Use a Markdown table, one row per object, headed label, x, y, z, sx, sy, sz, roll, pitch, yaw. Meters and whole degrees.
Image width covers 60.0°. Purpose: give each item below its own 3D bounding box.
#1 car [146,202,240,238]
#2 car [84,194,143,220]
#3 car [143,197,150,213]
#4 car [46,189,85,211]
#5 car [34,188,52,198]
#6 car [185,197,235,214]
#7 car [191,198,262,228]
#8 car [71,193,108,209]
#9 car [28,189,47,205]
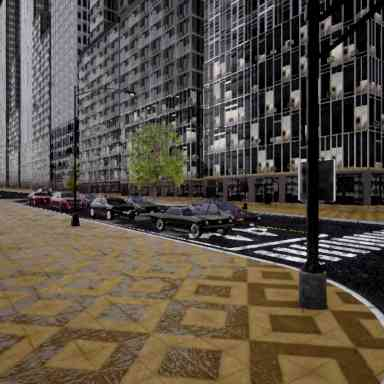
| label | x | y | z | sx | sy | sz | roll | pitch | yaw |
| --- | --- | --- | --- | --- | --- | --- | --- | --- | --- |
| car | -0.105 | 1.372 | 16.562 | 1.895 | 1.301 | 4.718 | 0 | 1 | -38 |
| car | -5.696 | 1.110 | 23.671 | 1.837 | 1.490 | 4.892 | 0 | 1 | -38 |
| car | -4.655 | 1.104 | 27.614 | 2.033 | 1.411 | 5.357 | 0 | 1 | -37 |
| car | -11.814 | 0.776 | 31.472 | 2.097 | 1.767 | 4.553 | 0 | 1 | -38 |
| car | -28.519 | 0.111 | 63.692 | 2.097 | 1.767 | 4.553 | 0 | 1 | -38 |
| car | 1.545 | 1.178 | 30.519 | 1.895 | 1.301 | 4.718 | 0 | 1 | -38 |
| car | 1.618 | 1.289 | 19.682 | 2.033 | 1.411 | 5.357 | 0 | 1 | -36 |
| car | -11.161 | 0.911 | 35.912 | 2.033 | 1.411 | 5.357 | 0 | 1 | -38 |
| car | -18.125 | 0.712 | 39.593 | 1.882 | 1.535 | 5.008 | 0 | 1 | -37 |
